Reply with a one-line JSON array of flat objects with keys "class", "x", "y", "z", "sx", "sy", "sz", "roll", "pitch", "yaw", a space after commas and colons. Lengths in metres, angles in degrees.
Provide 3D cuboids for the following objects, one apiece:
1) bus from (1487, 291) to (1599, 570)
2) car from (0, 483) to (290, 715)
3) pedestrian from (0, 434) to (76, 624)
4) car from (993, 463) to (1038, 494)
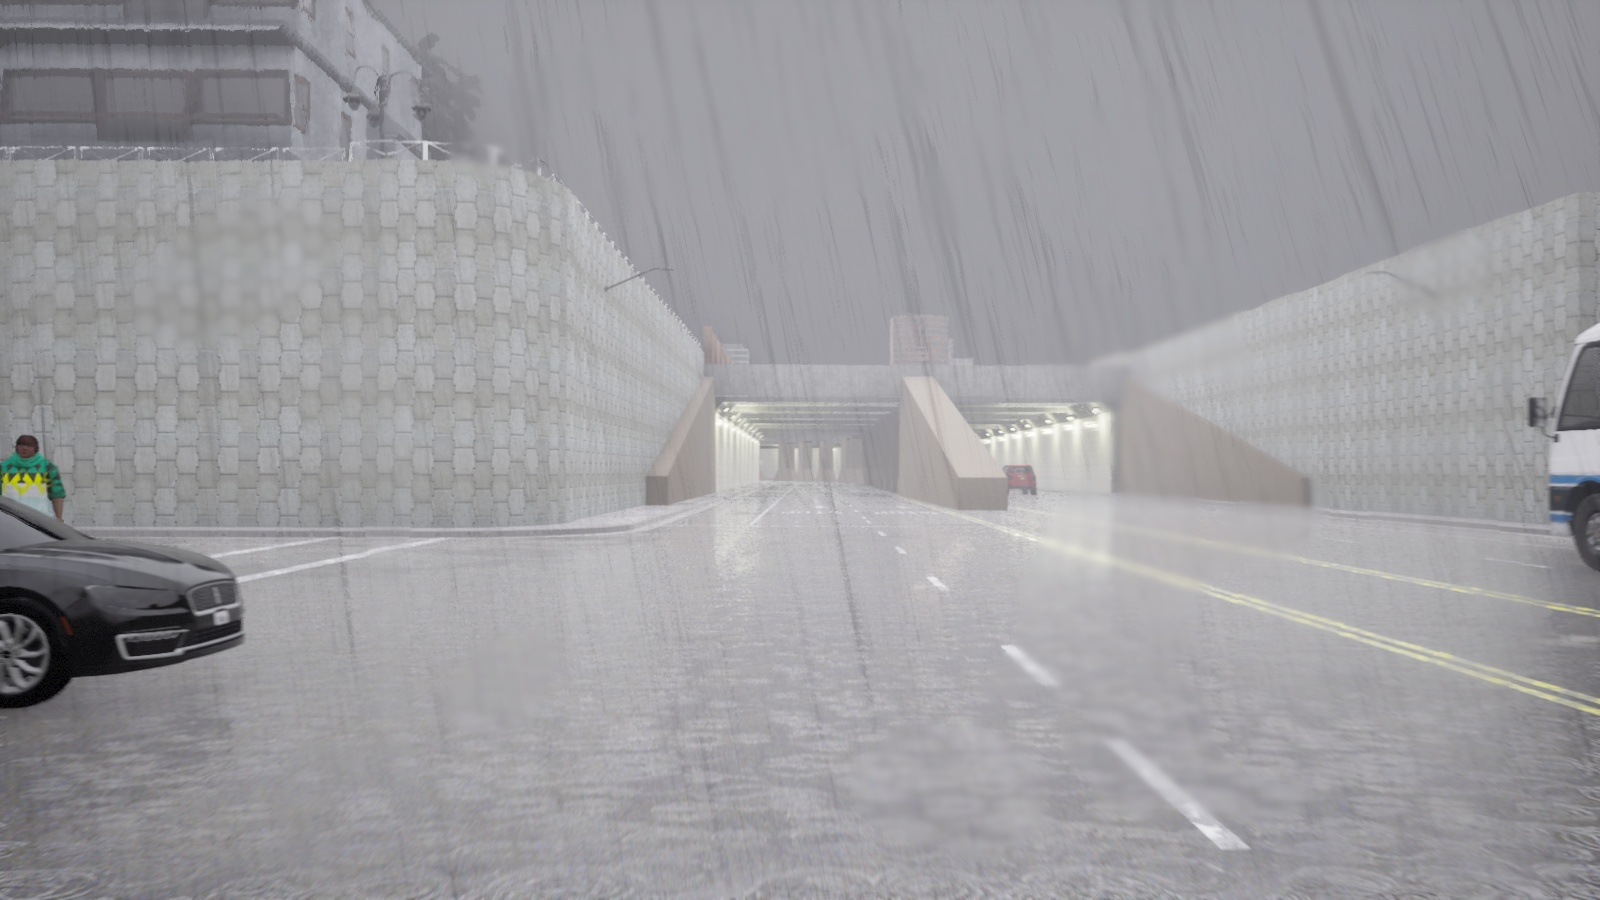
[{"class": "bus", "x": 14.152, "y": -0.333, "z": 17.154, "sx": 3.944, "sy": 4.253, "sz": 10.273, "roll": 0, "pitch": -1, "yaw": 0}, {"class": "car", "x": -6.517, "y": 0.999, "z": 9.104, "sx": 4.892, "sy": 1.490, "sz": 1.837, "roll": 0, "pitch": -1, "yaw": 0}, {"class": "pedestrian", "x": -8.243, "y": 0.823, "z": 13.427, "sx": 0.659, "sy": 1.952, "sz": 0.873, "roll": 0, "pitch": -1, "yaw": -15}, {"class": "car", "x": 14.758, "y": 1.917, "z": 86.250, "sx": 2.150, "sy": 2.045, "sz": 5.566, "roll": 0, "pitch": -1, "yaw": 0}]
